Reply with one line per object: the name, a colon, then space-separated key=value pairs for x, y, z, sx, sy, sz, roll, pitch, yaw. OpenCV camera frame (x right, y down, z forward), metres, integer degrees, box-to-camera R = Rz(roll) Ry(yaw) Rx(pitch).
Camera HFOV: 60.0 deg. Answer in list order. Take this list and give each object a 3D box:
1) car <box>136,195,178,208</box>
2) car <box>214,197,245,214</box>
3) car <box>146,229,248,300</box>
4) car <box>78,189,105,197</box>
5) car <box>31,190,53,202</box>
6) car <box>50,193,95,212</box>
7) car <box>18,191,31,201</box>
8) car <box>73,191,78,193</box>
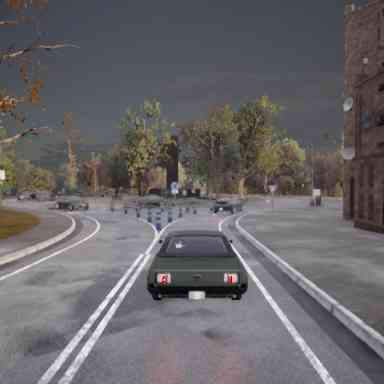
car: x=-3.964 y=1.074 z=37.323 sx=4.674 sy=1.442 sz=1.812 roll=0 pitch=2 yaw=1
car: x=3.585 y=1.200 z=31.455 sx=1.837 sy=1.490 sz=4.892 roll=0 pitch=1 yaw=25
car: x=0.095 y=1.584 z=8.274 sx=1.895 sy=1.301 sz=4.718 roll=0 pitch=0 yaw=0
car: x=-20.097 y=0.351 z=67.511 sx=1.895 sy=1.301 sz=4.718 roll=1 pitch=2 yaw=34
car: x=-22.733 y=0.529 z=51.491 sx=2.097 sy=1.767 sz=4.553 roll=0 pitch=2 yaw=-11
car: x=-12.306 y=1.138 z=34.038 sx=4.892 sy=1.490 sz=1.837 roll=1 pitch=2 yaw=44
car: x=-26.474 y=0.610 z=53.838 sx=2.128 sy=1.511 sz=4.902 roll=0 pitch=1 yaw=-5
car: x=-22.723 y=0.234 z=69.424 sx=2.128 sy=1.511 sz=4.902 roll=1 pitch=2 yaw=34
